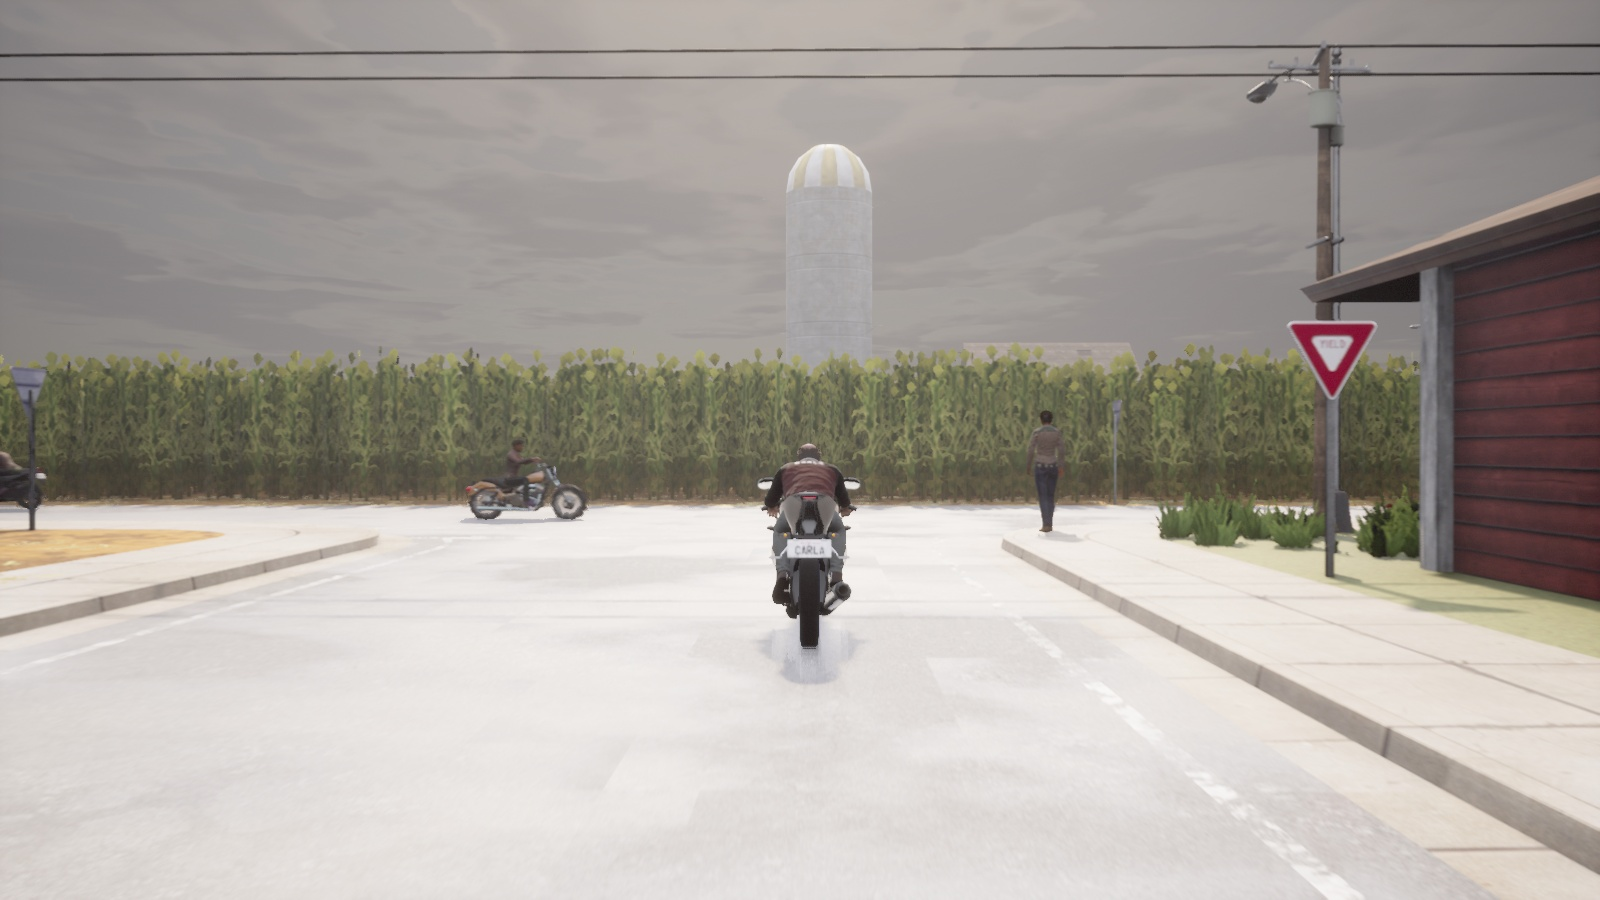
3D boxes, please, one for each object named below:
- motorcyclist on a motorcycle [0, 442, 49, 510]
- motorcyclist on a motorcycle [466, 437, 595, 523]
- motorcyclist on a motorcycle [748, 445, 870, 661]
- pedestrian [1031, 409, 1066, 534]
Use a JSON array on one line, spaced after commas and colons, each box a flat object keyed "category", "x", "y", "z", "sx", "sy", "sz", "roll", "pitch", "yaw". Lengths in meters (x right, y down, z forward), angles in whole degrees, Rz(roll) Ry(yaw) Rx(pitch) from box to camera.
[{"category": "motorcyclist on a motorcycle", "x": -18.265, "y": 0.580, "z": 28.445, "sx": 2.044, "sy": 1.523, "sz": 0.797, "roll": 0, "pitch": 0, "yaw": 1}, {"category": "motorcyclist on a motorcycle", "x": -5.280, "y": 0.580, "z": 24.675, "sx": 2.350, "sy": 1.649, "sz": 0.766, "roll": 0, "pitch": 0, "yaw": 1}, {"category": "motorcyclist on a motorcycle", "x": 0.072, "y": 0.725, "z": 10.011, "sx": 0.866, "sy": 1.530, "sz": 2.191, "roll": 0, "pitch": 0, "yaw": 0}, {"category": "pedestrian", "x": 3.666, "y": 0.307, "z": 18.573, "sx": 0.328, "sy": 1.805, "sz": 0.869, "roll": 0, "pitch": 0, "yaw": -2}]
